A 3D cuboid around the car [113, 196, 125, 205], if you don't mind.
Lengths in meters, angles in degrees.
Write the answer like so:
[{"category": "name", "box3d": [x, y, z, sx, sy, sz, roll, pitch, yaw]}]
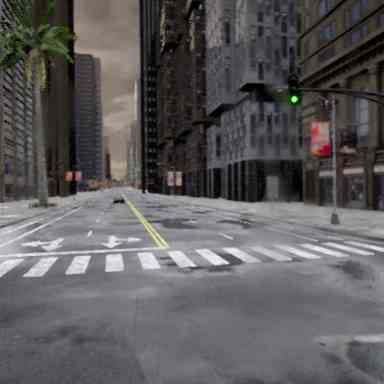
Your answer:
[{"category": "car", "box3d": [-11.391, 1.273, 51.811, 1.895, 1.301, 4.718, -1, 1, -13]}]
